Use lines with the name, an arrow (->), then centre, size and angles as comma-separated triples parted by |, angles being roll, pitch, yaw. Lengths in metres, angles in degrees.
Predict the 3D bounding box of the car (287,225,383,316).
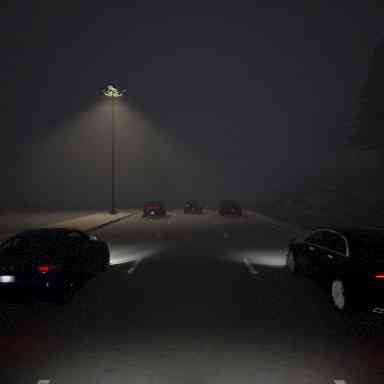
car -> 3.603, 1.505, 7.507 | 1.837, 1.490, 4.892 | 0, 0, 0

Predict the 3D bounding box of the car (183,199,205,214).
car -> 0.149, 1.524, 35.377 | 1.812, 1.442, 4.674 | 0, 0, 1

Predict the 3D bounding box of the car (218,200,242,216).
car -> 3.614, 1.476, 32.012 | 1.882, 1.535, 5.008 | 0, 0, 0

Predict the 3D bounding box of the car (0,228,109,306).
car -> -3.398, 1.564, 8.101 | 1.994, 1.385, 4.181 | 0, 0, 0

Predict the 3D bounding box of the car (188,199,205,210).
car -> 0.649, 1.599, 44.527 | 1.895, 1.301, 4.718 | 0, 0, 6

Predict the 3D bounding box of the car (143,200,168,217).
car -> -3.388, 1.505, 31.017 | 1.837, 1.490, 4.892 | 0, 1, 0
